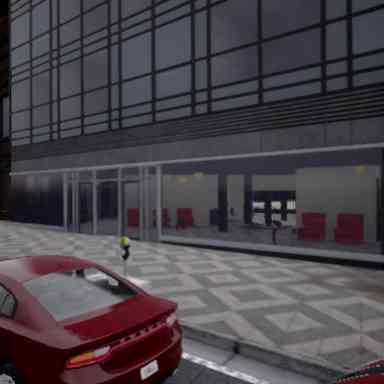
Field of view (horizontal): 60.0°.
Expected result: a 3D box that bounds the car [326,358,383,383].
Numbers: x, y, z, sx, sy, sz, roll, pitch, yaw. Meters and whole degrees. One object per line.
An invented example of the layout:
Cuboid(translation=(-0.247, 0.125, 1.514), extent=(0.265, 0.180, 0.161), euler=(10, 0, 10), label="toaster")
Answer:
Cuboid(translation=(2.361, 1.444, 1.175), extent=(4.097, 1.590, 1.967), euler=(0, 0, 36), label="car")

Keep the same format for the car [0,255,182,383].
Cuboid(translation=(-2.219, 1.533, 4.440), extent=(4.507, 1.381, 1.887), euler=(0, 0, 36), label="car")
